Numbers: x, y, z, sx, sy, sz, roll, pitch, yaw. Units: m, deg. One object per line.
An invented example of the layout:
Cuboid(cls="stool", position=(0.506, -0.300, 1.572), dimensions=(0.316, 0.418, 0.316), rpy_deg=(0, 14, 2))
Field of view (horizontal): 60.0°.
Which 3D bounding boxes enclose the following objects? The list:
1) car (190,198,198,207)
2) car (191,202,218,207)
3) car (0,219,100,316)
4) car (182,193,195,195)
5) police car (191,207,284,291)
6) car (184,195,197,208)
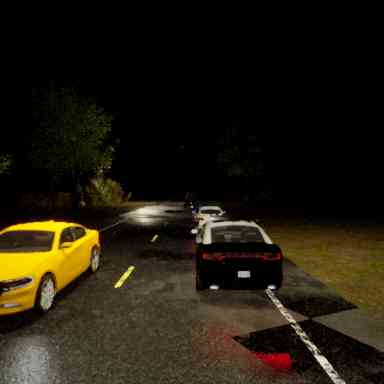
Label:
Cuboid(cls="car", position=(0.960, 1.467, 25.064), dimensions=(1.882, 1.535, 5.008), rpy_deg=(0, 0, 0))
Cuboid(cls="car", position=(0.983, 1.519, 19.065), dimensions=(1.812, 1.442, 4.674), rpy_deg=(0, 0, 0))
Cuboid(cls="car", position=(-3.625, 1.476, 7.819), dimensions=(1.882, 1.535, 5.008), rpy_deg=(0, 0, 0))
Cuboid(cls="car", position=(-0.223, 1.148, 63.466), dimensions=(2.150, 2.045, 5.566), rpy_deg=(0, 0, 0))
Cuboid(cls="police car", position=(1.020, 1.423, 9.174), dimensions=(1.930, 1.638, 5.238), rpy_deg=(0, 0, 0))
Cuboid(cls="car", position=(-0.139, 1.508, 46.014), dimensions=(2.033, 1.411, 5.357), rpy_deg=(0, 0, 0))
